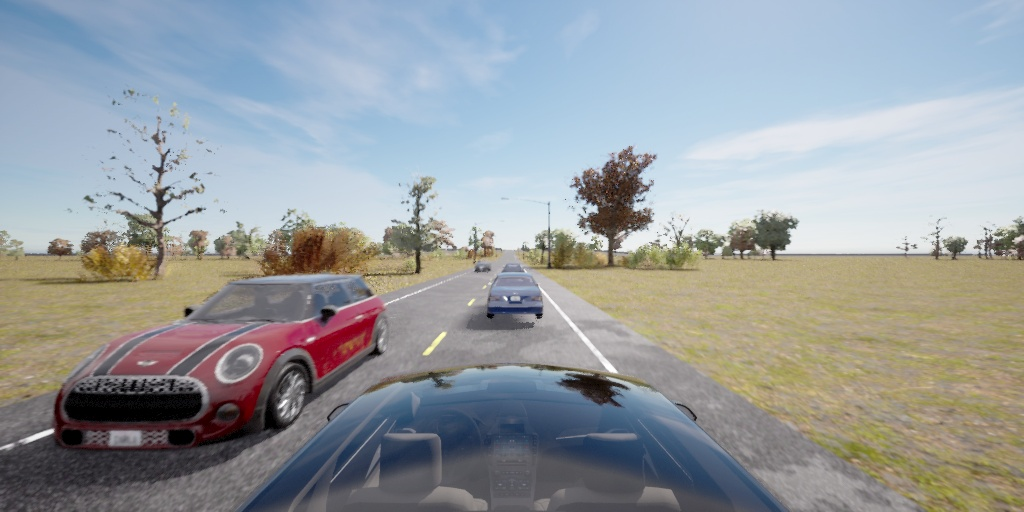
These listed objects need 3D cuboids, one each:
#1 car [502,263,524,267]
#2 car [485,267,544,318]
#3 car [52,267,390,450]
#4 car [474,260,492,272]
[{"bbox_3d":[0.097,1.311,31.065,1.994,1.385,4.181,0,0,0],"label":"car"},{"bbox_3d":[0.100,1.298,13.020,2.033,1.411,5.357,0,0,0],"label":"car"},{"bbox_3d":[-3.600,1.102,5.581,2.097,1.767,4.553,0,0,0],"label":"car"},{"bbox_3d":[-3.588,1.233,45.020,2.128,1.511,4.902,0,0,0],"label":"car"}]
